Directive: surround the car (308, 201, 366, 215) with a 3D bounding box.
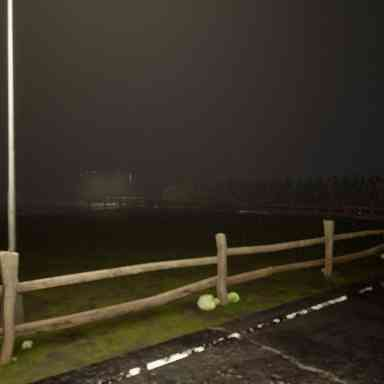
[{"bbox_3d":[13.017,1.502,30.110,1.895,1.301,4.718,-1,0,-36],"label":"car"}]

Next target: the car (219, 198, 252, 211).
[{"bbox_3d":[5.243,1.536,41.040,1.812,1.442,4.674,-1,0,-35],"label":"car"}]

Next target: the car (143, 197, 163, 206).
[{"bbox_3d":[-6.774,1.707,58.090,1.837,1.490,4.892,-1,0,-35],"label":"car"}]
